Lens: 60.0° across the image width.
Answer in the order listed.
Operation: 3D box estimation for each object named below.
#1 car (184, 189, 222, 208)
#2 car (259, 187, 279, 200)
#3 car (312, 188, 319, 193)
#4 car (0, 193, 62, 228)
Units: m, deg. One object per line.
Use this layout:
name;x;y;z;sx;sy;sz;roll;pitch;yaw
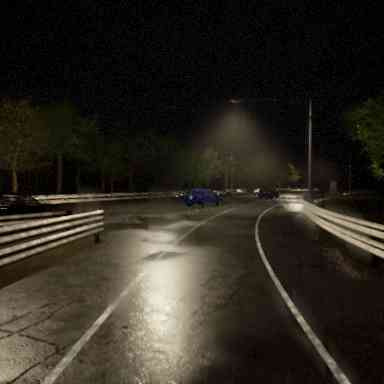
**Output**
car;1.280;0.640;36.754;2.150;2.045;5.566;1;2;31
car;13.142;0.189;56.630;2.150;2.045;5.566;1;2;31
car;32.724;-0.328;89.273;2.097;1.767;4.553;1;1;31
car;-9.790;1.053;18.222;2.150;2.045;5.566;1;1;31
